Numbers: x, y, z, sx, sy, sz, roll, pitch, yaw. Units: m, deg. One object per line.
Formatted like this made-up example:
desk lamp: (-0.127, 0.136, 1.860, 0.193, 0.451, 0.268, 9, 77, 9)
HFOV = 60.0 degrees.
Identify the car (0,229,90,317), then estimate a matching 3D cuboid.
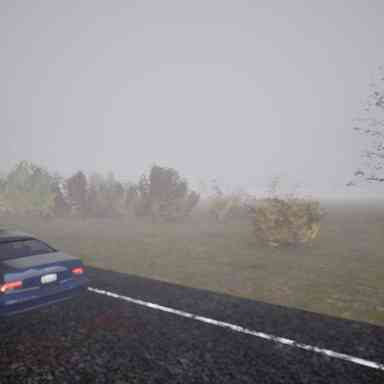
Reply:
car: (-4.527, 1.555, 7.284, 5.357, 1.411, 2.033, 0, 0, 36)
